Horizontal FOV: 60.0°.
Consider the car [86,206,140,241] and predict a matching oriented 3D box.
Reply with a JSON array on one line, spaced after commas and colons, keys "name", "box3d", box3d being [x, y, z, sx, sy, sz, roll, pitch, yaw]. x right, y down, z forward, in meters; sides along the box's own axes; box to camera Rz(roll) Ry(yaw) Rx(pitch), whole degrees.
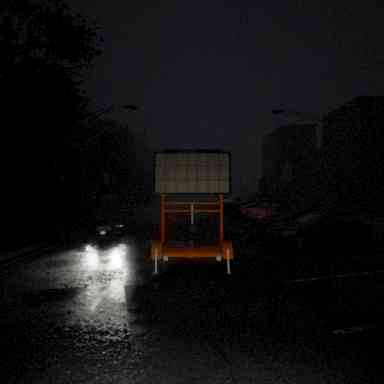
[{"name": "car", "box3d": [-3.841, 1.493, 16.809, 2.128, 1.511, 4.902, 0, 0, 0]}]

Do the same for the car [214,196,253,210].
[{"name": "car", "box3d": [5.428, 1.410, 43.806, 4.553, 1.767, 2.185, 1, 0, -20]}]

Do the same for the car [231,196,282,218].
[{"name": "car", "box3d": [5.390, 1.367, 22.801, 4.553, 1.767, 2.185, 1, 0, -20]}]

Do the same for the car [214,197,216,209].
[{"name": "car", "box3d": [5.226, 1.501, 31.734, 5.366, 1.575, 1.946, 1, 0, -20]}]

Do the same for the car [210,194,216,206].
[{"name": "car", "box3d": [5.408, 1.268, 37.793, 5.566, 2.045, 2.435, 1, 0, -20]}]

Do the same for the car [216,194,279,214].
[{"name": "car", "box3d": [5.375, 1.249, 28.776, 5.566, 2.045, 2.435, 1, 0, -20]}]

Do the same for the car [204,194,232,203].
[{"name": "car", "box3d": [5.554, 1.385, 70.865, 5.566, 2.045, 2.435, 1, 0, -20]}]

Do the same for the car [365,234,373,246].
[{"name": "car", "box3d": [5.315, 1.487, 4.788, 4.892, 1.521, 2.231, 1, 0, -20]}]

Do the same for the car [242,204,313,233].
[{"name": "car", "box3d": [5.305, 1.517, 16.780, 4.792, 1.488, 2.163, 1, 0, -20]}]

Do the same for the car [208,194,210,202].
[{"name": "car", "box3d": [5.532, 1.442, 52.824, 4.553, 1.767, 2.185, 1, 0, -20]}]

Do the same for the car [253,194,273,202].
[{"name": "car", "box3d": [18.554, 1.456, 86.830, 2.435, 2.045, 5.566, 0, 0, -21]}]

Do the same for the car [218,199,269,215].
[{"name": "car", "box3d": [5.386, 1.542, 34.791, 4.792, 1.488, 2.163, 1, 0, -20]}]

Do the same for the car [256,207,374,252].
[{"name": "car", "box3d": [5.326, 1.527, 13.788, 4.674, 1.452, 2.002, 1, 0, -20]}]

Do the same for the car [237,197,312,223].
[{"name": "car", "box3d": [5.377, 1.365, 19.800, 4.553, 1.767, 2.185, 1, 0, -20]}]

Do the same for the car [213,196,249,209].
[{"name": "car", "box3d": [5.442, 1.420, 46.808, 4.553, 1.767, 2.185, 1, 0, -20]}]

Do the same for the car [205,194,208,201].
[{"name": "car", "box3d": [5.352, 1.608, 64.772, 5.366, 1.575, 1.946, 1, 0, -20]}]

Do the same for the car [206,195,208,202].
[{"name": "car", "box3d": [5.501, 1.579, 55.827, 5.008, 1.535, 2.097, 1, 0, -20]}]

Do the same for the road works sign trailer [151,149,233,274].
[{"name": "road works sign trailer", "box3d": [0.010, 0.464, 10.518, 2.380, 3.560, 2.880, 0, 0, 0]}]

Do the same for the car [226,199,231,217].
[{"name": "car", "box3d": [5.367, 1.536, 25.797, 4.674, 1.452, 2.002, 1, 0, -20]}]
